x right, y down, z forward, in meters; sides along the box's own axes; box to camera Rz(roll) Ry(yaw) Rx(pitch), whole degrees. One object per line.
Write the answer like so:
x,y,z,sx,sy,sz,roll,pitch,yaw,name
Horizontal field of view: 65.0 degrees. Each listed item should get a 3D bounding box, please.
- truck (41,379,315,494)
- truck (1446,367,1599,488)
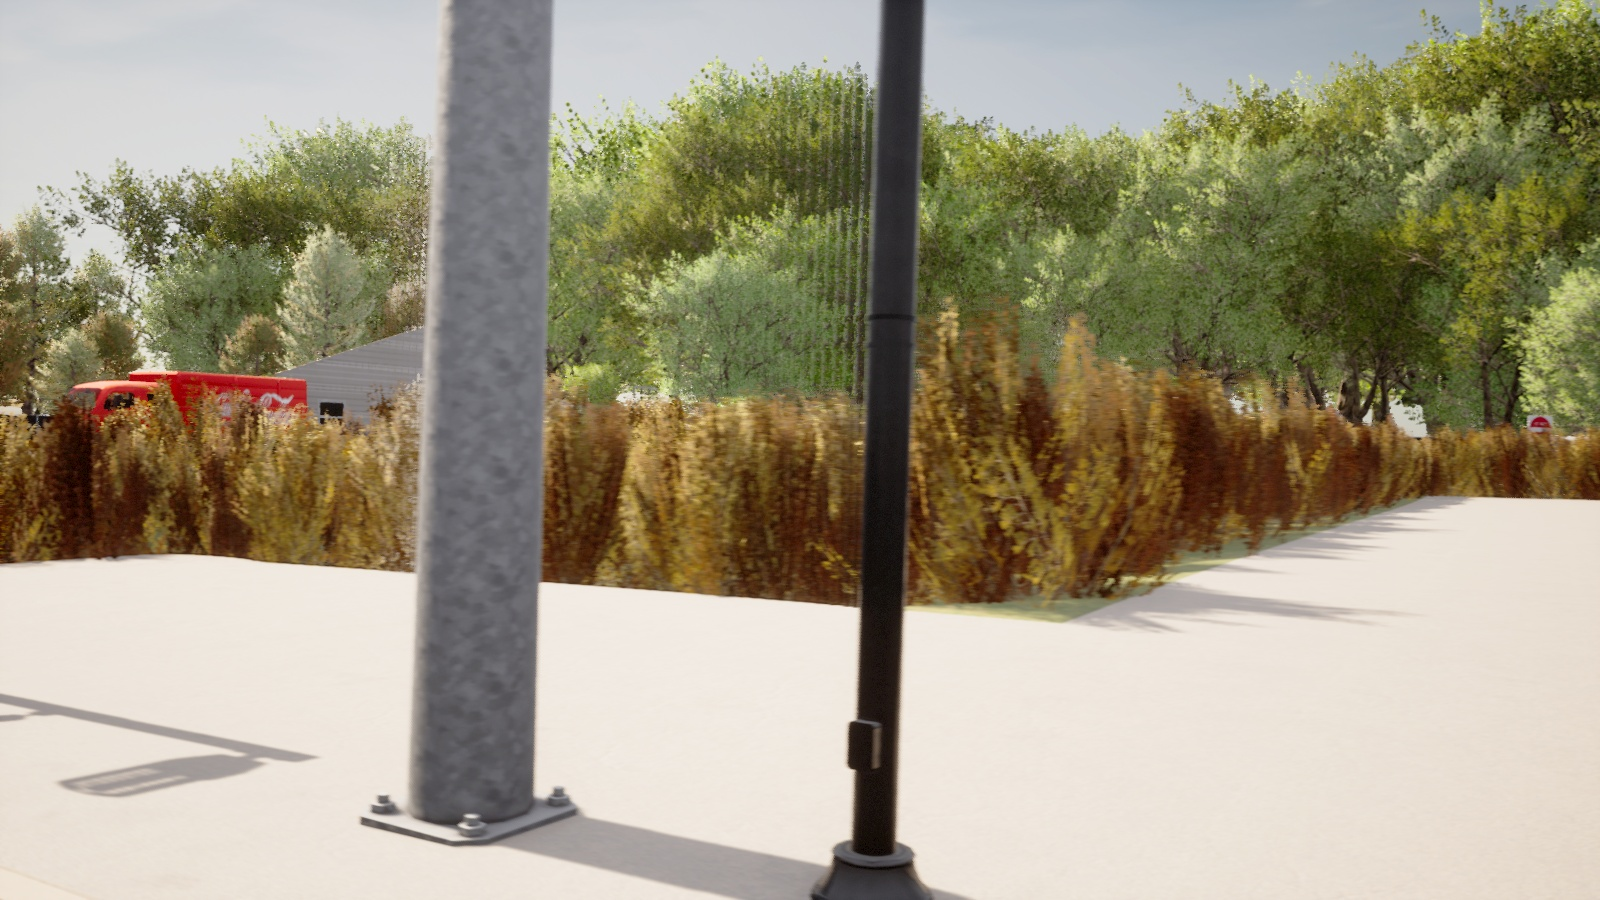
-14.617,-0.339,29.820,2.627,2.467,5.204,1,1,34,truck
23.838,-0.620,37.658,2.891,3.462,7.936,0,-1,-22,truck
